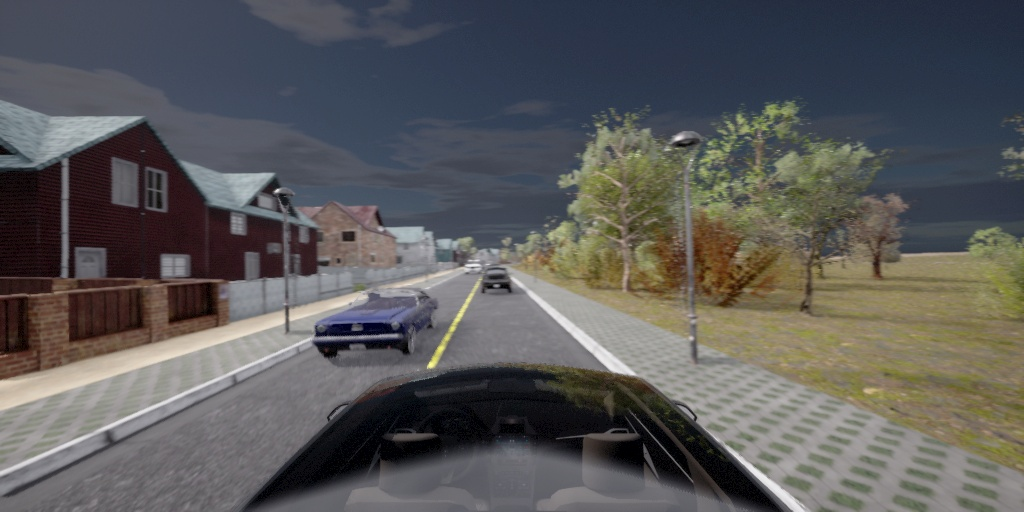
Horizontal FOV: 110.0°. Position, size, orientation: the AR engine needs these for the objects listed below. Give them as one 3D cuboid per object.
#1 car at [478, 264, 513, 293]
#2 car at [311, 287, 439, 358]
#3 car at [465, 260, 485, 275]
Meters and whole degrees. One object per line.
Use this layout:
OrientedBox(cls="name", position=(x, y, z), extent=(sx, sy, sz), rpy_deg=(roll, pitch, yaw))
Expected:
OrientedBox(cls="car", position=(-1.005, 1.481, 22.958), extent=(1.837, 1.490, 4.892), rpy_deg=(-2, 0, -3))
OrientedBox(cls="car", position=(-3.155, 1.508, 9.240), extent=(1.895, 1.301, 4.718), rpy_deg=(-2, -1, -3))
OrientedBox(cls="car", position=(-5.542, 1.582, 51.989), extent=(2.150, 2.045, 5.566), rpy_deg=(-2, 0, -3))
